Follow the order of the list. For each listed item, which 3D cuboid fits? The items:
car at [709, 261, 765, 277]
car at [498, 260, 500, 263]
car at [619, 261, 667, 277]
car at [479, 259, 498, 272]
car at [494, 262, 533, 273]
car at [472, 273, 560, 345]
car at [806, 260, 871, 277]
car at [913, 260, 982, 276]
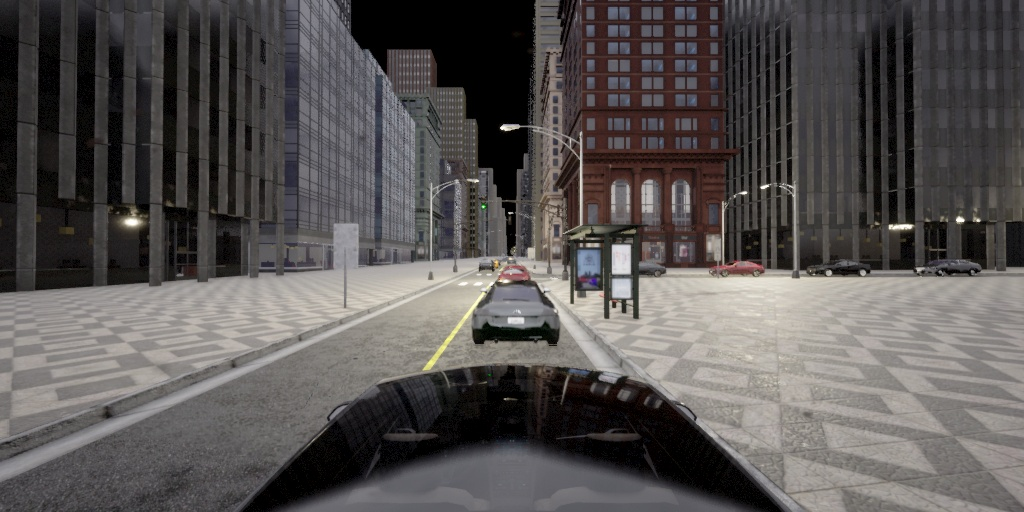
[{"bbox_3d":[20.778,1.194,33.207,4.674,1.442,1.812,0,-1,0],"label":"car"},{"bbox_3d":[-3.141,1.145,55.598,1.882,1.535,5.008,0,0,0],"label":"car"},{"bbox_3d":[11.841,1.225,33.203,4.674,1.442,1.812,0,-1,-2],"label":"car"},{"bbox_3d":[-3.138,1.170,45.573,1.882,1.535,5.008,0,0,0],"label":"car"},{"bbox_3d":[0.218,1.267,20.711,1.812,1.442,4.674,0,0,3],"label":"car"},{"bbox_3d":[0.090,1.314,9.490,1.994,1.385,4.181,0,0,0],"label":"car"},{"bbox_3d":[30.135,1.112,33.198,5.008,1.535,1.882,0,-1,0],"label":"car"},{"bbox_3d":[40.172,1.086,33.169,4.902,1.511,2.128,0,-1,1],"label":"car"}]
